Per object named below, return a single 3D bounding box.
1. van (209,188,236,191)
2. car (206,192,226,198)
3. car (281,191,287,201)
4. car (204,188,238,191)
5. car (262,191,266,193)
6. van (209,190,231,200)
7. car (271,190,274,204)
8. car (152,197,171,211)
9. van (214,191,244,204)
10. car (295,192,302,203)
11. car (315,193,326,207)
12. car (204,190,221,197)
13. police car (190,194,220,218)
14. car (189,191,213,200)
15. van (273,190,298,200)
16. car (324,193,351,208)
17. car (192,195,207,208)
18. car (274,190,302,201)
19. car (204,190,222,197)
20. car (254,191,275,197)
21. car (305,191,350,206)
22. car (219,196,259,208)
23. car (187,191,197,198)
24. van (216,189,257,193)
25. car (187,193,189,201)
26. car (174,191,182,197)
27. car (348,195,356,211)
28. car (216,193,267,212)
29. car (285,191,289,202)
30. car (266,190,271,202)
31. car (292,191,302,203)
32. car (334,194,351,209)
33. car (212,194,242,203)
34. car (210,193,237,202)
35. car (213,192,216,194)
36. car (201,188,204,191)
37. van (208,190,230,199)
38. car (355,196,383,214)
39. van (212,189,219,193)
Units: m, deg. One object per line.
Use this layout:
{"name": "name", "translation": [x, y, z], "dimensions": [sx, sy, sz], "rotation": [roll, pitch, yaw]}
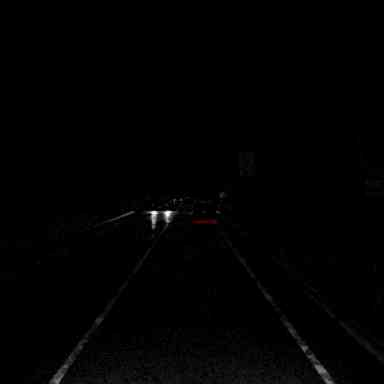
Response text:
{"name": "van", "translation": [5.830, 0.731, 63.806], "dimensions": [4.442, 1.987, 1.878], "rotation": [0, 1, 0]}
{"name": "car", "translation": [5.692, 0.709, 80.626], "dimensions": [4.674, 1.452, 2.002], "rotation": [0, 1, 0]}
{"name": "car", "translation": [18.827, 1.060, 58.863], "dimensions": [4.792, 1.488, 2.163], "rotation": [0, 1, 0]}
{"name": "car", "translation": [5.682, 0.658, 66.606], "dimensions": [5.566, 2.045, 2.435], "rotation": [0, 1, 0]}
{"name": "car", "translation": [18.812, 0.554, 72.735], "dimensions": [5.566, 2.045, 2.435], "rotation": [0, 1, 0]}
{"name": "van", "translation": [5.823, 0.636, 69.410], "dimensions": [4.442, 1.987, 1.878], "rotation": [0, 1, 0]}
{"name": "car", "translation": [18.821, 0.696, 64.410], "dimensions": [5.566, 2.045, 2.435], "rotation": [0, 1, 0]}
{"name": "car", "translation": [-3.335, 1.300, 36.772], "dimensions": [1.812, 1.442, 4.674], "rotation": [0, 1, 0]}
{"name": "van", "translation": [5.842, 0.883, 52.586], "dimensions": [4.442, 1.987, 1.878], "rotation": [0, 1, 0]}
{"name": "car", "translation": [18.802, 1.132, 50.531], "dimensions": [5.008, 1.535, 2.097], "rotation": [0, 1, 0]}
{"name": "car", "translation": [18.822, 1.212, 42.203], "dimensions": [5.008, 1.535, 2.097], "rotation": [0, 1, 0]}
{"name": "car", "translation": [5.650, 0.351, 91.835], "dimensions": [4.553, 1.767, 2.185], "rotation": [0, 1, 0]}
{"name": "police car", "translation": [0.982, 1.282, 28.170], "dimensions": [1.930, 1.638, 5.238], "rotation": [0, 1, 0]}
{"name": "car", "translation": [0.984, 1.113, 38.041], "dimensions": [2.097, 1.767, 4.553], "rotation": [0, 1, 0]}
{"name": "van", "translation": [18.906, 0.674, 67.186], "dimensions": [4.442, 1.987, 1.878], "rotation": [0, 1, 0]}
{"name": "car", "translation": [18.825, 1.237, 39.427], "dimensions": [5.008, 1.535, 2.097], "rotation": [0, 1, 0]}
{"name": "car", "translation": [0.986, 1.203, 44.080], "dimensions": [1.837, 1.490, 4.892], "rotation": [0, 1, 0]}
{"name": "car", "translation": [18.767, 0.739, 61.633], "dimensions": [5.566, 2.045, 2.435], "rotation": [0, 1, 0]}
{"name": "car", "translation": [5.654, 0.400, 89.032], "dimensions": [4.553, 1.767, 2.185], "rotation": [0, 1, 0]}
{"name": "car", "translation": [18.773, 0.568, 86.617], "dimensions": [4.892, 1.521, 2.231], "rotation": [0, 1, 0]}
{"name": "car", "translation": [18.785, 0.935, 44.976], "dimensions": [5.566, 2.045, 2.435], "rotation": [0, 1, 0]}
{"name": "car", "translation": [5.741, 1.259, 41.374], "dimensions": [4.674, 1.452, 2.002], "rotation": [0, 1, 0]}
{"name": "car", "translation": [0.019, 0.644, 77.897], "dimensions": [2.128, 1.511, 4.902], "rotation": [0, 1, 0]}
{"name": "van", "translation": [5.852, 0.967, 44.175], "dimensions": [4.442, 1.987, 1.878], "rotation": [0, 1, 0]}
{"name": "car", "translation": [0.015, 1.008, 62.874], "dimensions": [2.033, 1.411, 5.357], "rotation": [0, 1, 0]}
{"name": "car", "translation": [-3.231, 0.571, 77.440], "dimensions": [1.837, 1.490, 4.892], "rotation": [0, 1, 0]}
{"name": "car", "translation": [18.855, 1.319, 33.877], "dimensions": [4.792, 1.488, 2.163], "rotation": [0, 1, 0]}
{"name": "car", "translation": [5.556, 1.242, 38.571], "dimensions": [5.366, 1.575, 1.946], "rotation": [0, 1, 0]}
{"name": "car", "translation": [18.772, 1.100, 56.080], "dimensions": [4.792, 1.488, 2.163], "rotation": [0, 1, 0]}
{"name": "car", "translation": [18.972, 0.850, 69.964], "dimensions": [5.366, 1.575, 1.946], "rotation": [0, 1, 0]}
{"name": "car", "translation": [18.989, 1.098, 53.308], "dimensions": [5.366, 1.575, 1.946], "rotation": [0, 1, 0]}
{"name": "car", "translation": [18.829, 1.264, 36.652], "dimensions": [4.892, 1.521, 2.231], "rotation": [0, 1, 0]}
{"name": "car", "translation": [5.752, 1.107, 55.392], "dimensions": [4.792, 1.488, 2.163], "rotation": [0, 1, 0]}
{"name": "car", "translation": [5.723, 1.000, 61.002], "dimensions": [4.892, 1.521, 2.231], "rotation": [0, 1, 0]}
{"name": "car", "translation": [5.727, 1.167, 46.980], "dimensions": [5.008, 1.535, 2.097], "rotation": [0, 1, 0]}
{"name": "car", "translation": [5.663, 0.370, 83.424], "dimensions": [5.566, 2.045, 2.435], "rotation": [0, 1, 0]}
{"name": "van", "translation": [5.820, 0.588, 72.213], "dimensions": [4.442, 1.987, 1.878], "rotation": [0, 1, 0]}
{"name": "car", "translation": [18.644, 1.312, 31.101], "dimensions": [5.366, 1.575, 1.946], "rotation": [0, 1, 0]}
{"name": "van", "translation": [5.612, 0.914, 49.785], "dimensions": [4.442, 1.987, 1.878], "rotation": [0, 1, 0]}
